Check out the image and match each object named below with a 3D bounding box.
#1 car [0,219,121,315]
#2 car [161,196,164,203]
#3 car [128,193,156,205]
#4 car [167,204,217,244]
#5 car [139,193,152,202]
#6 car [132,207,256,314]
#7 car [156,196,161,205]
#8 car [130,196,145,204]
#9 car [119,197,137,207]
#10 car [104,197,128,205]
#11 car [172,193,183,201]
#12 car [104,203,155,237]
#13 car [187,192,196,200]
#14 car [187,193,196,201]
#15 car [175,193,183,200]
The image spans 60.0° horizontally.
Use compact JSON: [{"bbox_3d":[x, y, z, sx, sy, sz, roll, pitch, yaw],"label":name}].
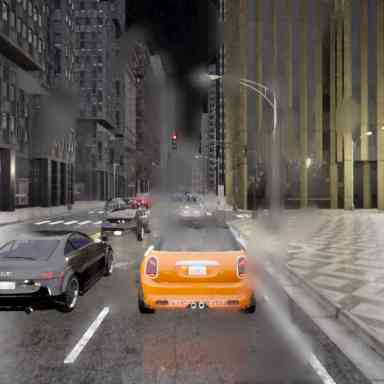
[{"bbox_3d":[-3.164,1.562,7.674,1.994,1.385,4.181,0,0,0],"label":"car"},{"bbox_3d":[-6.608,1.405,65.552,2.033,1.411,5.357,0,0,1],"label":"car"},{"bbox_3d":[-6.623,1.151,44.790,2.150,2.045,5.566,0,0,2],"label":"car"},{"bbox_3d":[0.013,1.480,16.777,2.128,1.511,4.902,0,0,1],"label":"car"},{"bbox_3d":[-9.832,1.196,70.400,2.097,1.767,4.553,0,0,0],"label":"car"},{"bbox_3d":[0.095,1.350,7.771,2.097,1.767,4.553,0,0,0],"label":"car"},{"bbox_3d":[-6.649,1.421,54.941,1.812,1.442,4.674,0,0,0],"label":"car"},{"bbox_3d":[-9.888,1.477,60.290,1.895,1.301,4.718,0,0,0],"label":"car"},{"bbox_3d":[-9.905,1.471,51.588,1.994,1.385,4.181,0,0,0],"label":"car"},{"bbox_3d":[-9.897,1.440,42.675,1.837,1.490,4.892,0,0,0],"label":"car"},{"bbox_3d":[-3.335,1.175,74.286,2.097,1.767,4.553,0,0,0],"label":"car"},{"bbox_3d":[-3.166,1.494,16.570,1.837,1.490,4.892,0,0,0],"label":"car"},{"bbox_3d":[-0.097,0.980,84.295,2.097,1.767,4.553,0,0,0],"label":"car"},{"bbox_3d":[-0.085,1.344,74.321,1.812,1.442,4.674,0,0,0],"label":"car"},{"bbox_3d":[-3.347,1.125,84.322,1.837,1.490,4.892,0,0,0],"label":"car"}]
